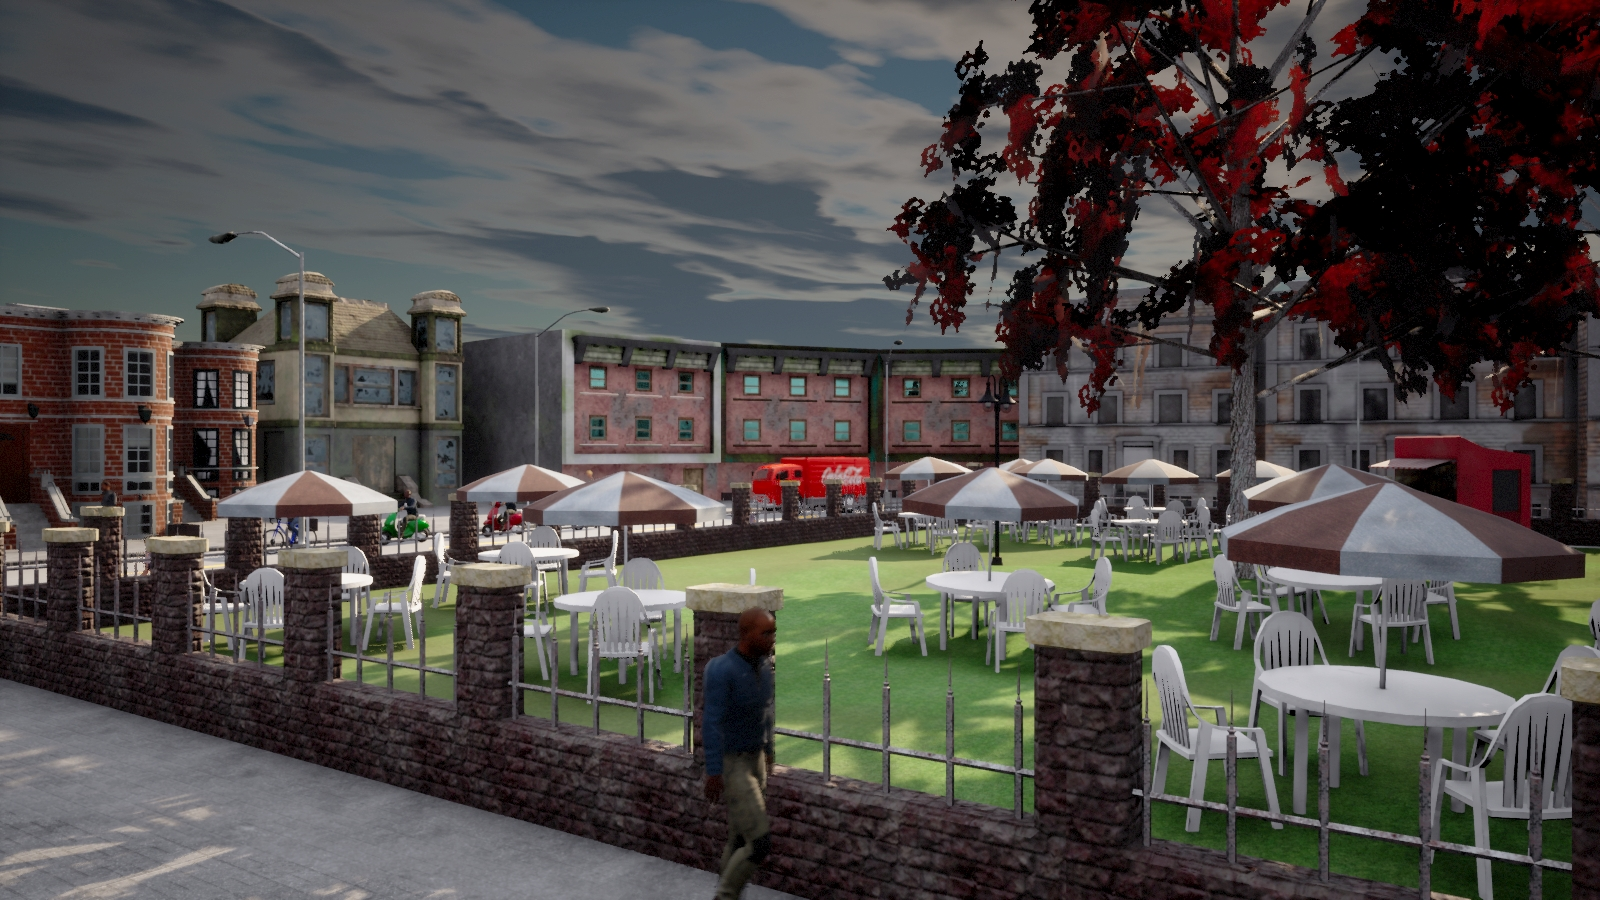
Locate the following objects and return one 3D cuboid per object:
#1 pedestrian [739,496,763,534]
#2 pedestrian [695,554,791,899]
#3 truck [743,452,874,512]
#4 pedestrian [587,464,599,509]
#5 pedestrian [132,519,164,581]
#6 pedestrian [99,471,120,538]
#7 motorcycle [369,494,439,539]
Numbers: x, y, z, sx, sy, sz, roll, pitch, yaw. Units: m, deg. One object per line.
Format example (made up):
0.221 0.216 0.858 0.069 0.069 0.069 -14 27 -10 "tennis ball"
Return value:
-1.437 1.895 33.407 0.500 1.100 0.500 0 0 34 "pedestrian"
-0.310 1.523 6.278 0.375 1.860 0.375 0 0 35 "pedestrian"
0.398 1.332 50.195 5.204 2.467 2.627 -1 0 -35 "truck"
-8.582 1.512 47.407 0.375 1.860 0.375 0 0 -41 "pedestrian"
-12.359 1.887 21.658 0.500 1.100 0.500 0 0 -33 "pedestrian"
-19.239 1.512 31.835 0.375 1.860 0.375 0 0 35 "pedestrian"
-11.759 1.950 33.969 0.856 1.236 1.805 0 0 35 "motorcycle"
